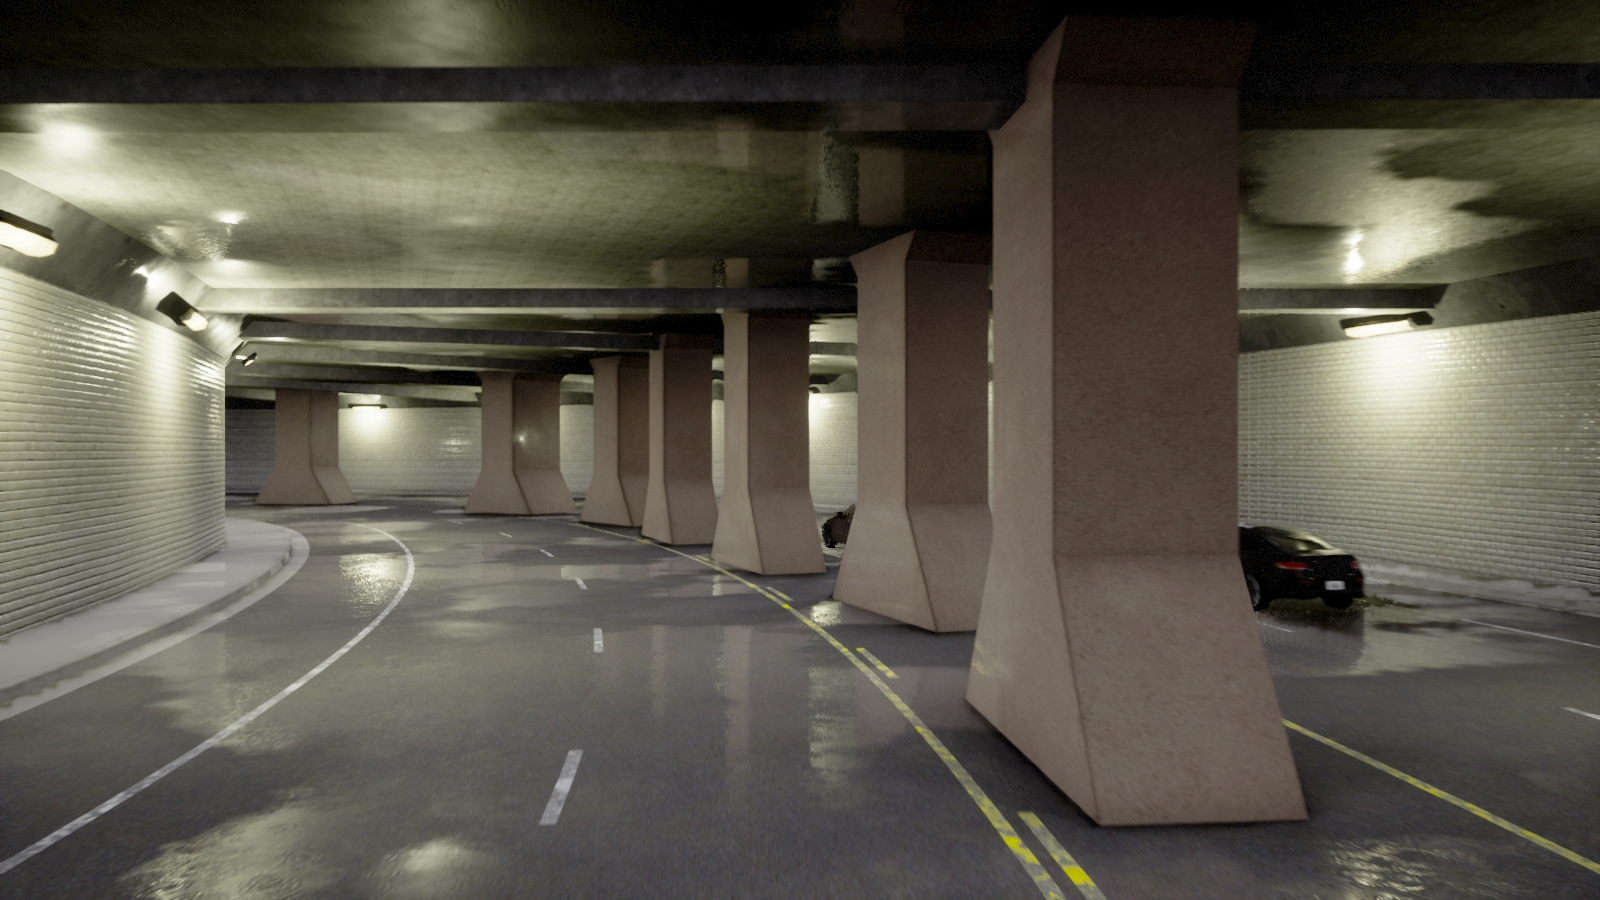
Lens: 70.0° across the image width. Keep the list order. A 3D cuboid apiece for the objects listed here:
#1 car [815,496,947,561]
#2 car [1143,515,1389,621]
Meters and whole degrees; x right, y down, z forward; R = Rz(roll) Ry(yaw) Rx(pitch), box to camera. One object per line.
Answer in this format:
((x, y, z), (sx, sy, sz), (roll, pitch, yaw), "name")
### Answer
((2.101, 2.081, 31.292), (2.002, 1.442, 4.674), (0, 0, -18), "car")
((8.440, 2.080, 21.241), (2.002, 1.442, 4.674), (0, 0, -11), "car")
